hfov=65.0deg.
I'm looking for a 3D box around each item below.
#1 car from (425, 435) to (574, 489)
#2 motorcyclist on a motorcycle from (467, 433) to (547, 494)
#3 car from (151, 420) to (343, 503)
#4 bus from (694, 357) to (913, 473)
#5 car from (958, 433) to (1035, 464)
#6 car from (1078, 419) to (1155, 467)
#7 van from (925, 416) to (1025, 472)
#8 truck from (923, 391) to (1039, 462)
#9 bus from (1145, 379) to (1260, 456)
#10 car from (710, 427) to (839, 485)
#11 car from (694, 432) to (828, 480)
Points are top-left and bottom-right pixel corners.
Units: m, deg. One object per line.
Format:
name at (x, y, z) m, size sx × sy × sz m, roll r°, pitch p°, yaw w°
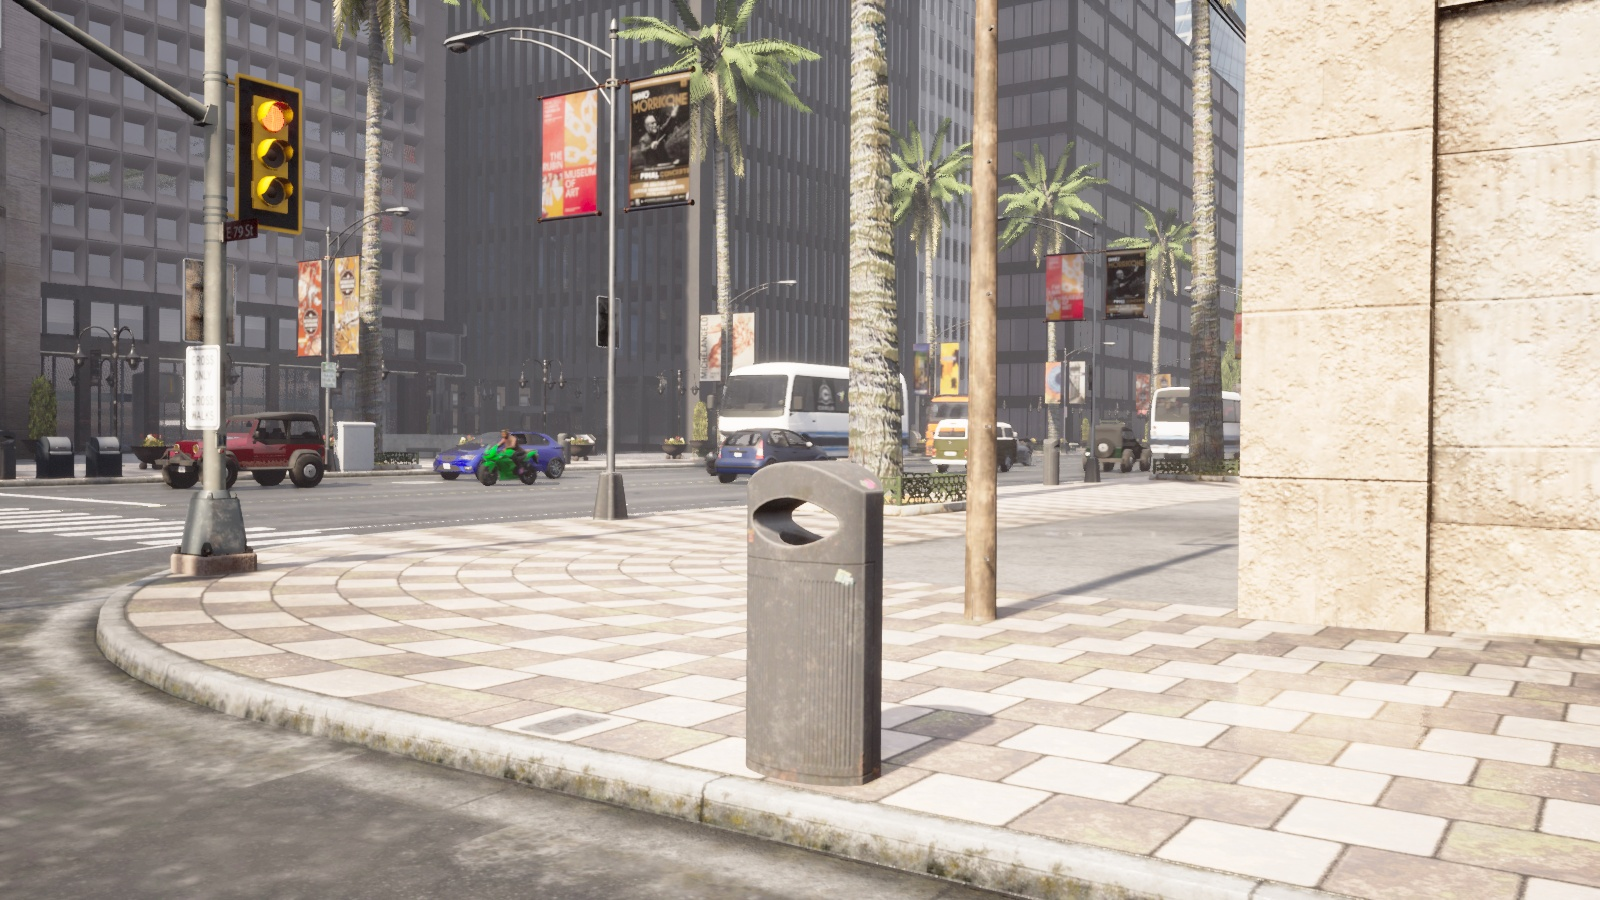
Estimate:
car at (-8.902, 0.314, 37.493) m, size 1.816 × 1.474 × 4.193 m, roll 0°, pitch 1°, yaw 34°
motorcyclist on a motorcycle at (-7.684, 0.332, 33.009) m, size 0.797 × 1.523 × 2.044 m, roll 0°, pitch 1°, yaw 34°
car at (-13.428, 0.230, 30.680) m, size 1.905 × 1.878 × 3.866 m, roll 0°, pitch 1°, yaw 34°
bus at (0.432, -1.352, 51.459) m, size 3.944 × 4.253 × 10.273 m, roll 0°, pitch 1°, yaw 34°
car at (9.170, -0.085, 58.375) m, size 1.994 × 1.385 × 4.181 m, roll 0°, pitch 1°, yaw 33°
car at (12.994, -0.293, 51.427) m, size 1.905 × 1.878 × 3.866 m, roll 0°, pitch 1°, yaw 33°
van at (6.792, -0.268, 48.384) m, size 2.069 × 2.038 × 4.480 m, roll 0°, pitch 1°, yaw 34°
truck at (9.549, -1.229, 65.377) m, size 2.891 × 3.462 × 7.936 m, roll 0°, pitch 1°, yaw 33°
bus at (24.208, -1.889, 75.068) m, size 3.944 × 4.253 × 10.273 m, roll 0°, pitch 1°, yaw 33°
car at (-0.695, 0.128, 37.186) m, size 1.851 × 1.617 × 3.988 m, roll 0°, pitch 1°, yaw 34°
car at (-1.253, 0.160, 42.657) m, size 2.163 × 1.488 × 4.792 m, roll 0°, pitch 1°, yaw 34°
